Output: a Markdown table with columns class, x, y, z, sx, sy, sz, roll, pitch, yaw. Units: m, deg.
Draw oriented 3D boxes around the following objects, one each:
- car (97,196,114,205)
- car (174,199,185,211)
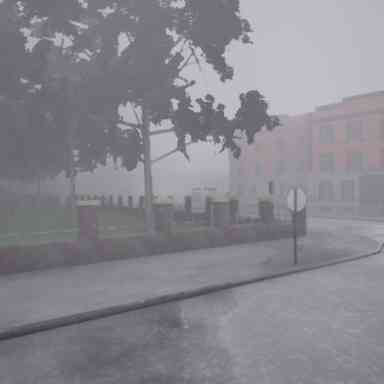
| class | x | y | z | sx | sy | sz | roll | pitch | yaw |
| --- | --- | --- | --- | --- | --- | --- | --- | --- | --- |
| car | -14.048 | 1.467 | 53.190 | 1.837 | 1.490 | 4.892 | 0 | 0 | -35 |
| car | -2.079 | 1.483 | 36.251 | 1.812 | 1.442 | 4.674 | 0 | 0 | -35 |
